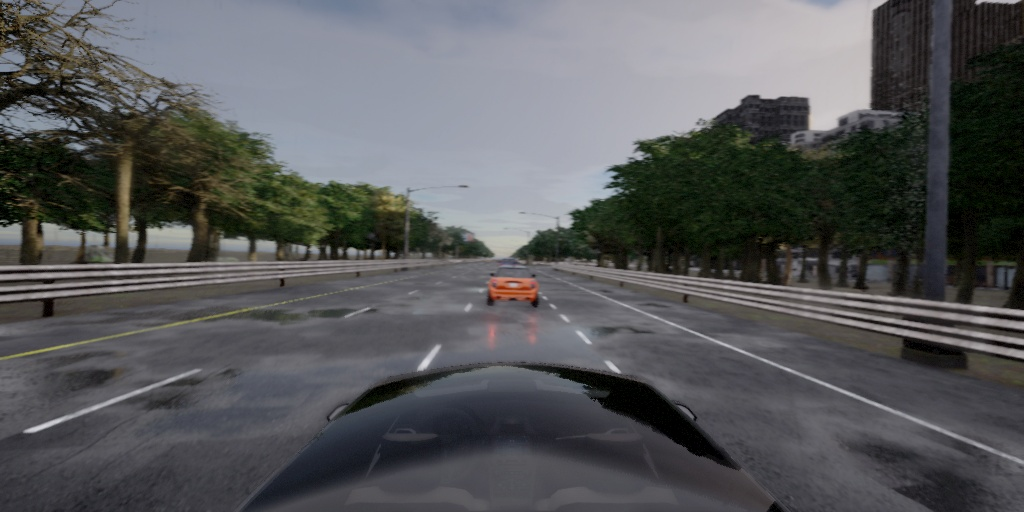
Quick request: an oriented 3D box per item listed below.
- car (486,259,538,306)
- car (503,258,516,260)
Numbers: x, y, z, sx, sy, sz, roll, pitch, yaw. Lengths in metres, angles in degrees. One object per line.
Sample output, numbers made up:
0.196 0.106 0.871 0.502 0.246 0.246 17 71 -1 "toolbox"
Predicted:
0.034 1.210 16.647 2.097 1.767 4.553 2 0 -1 "car"
-0.362 1.256 42.839 2.150 2.045 5.566 2 0 -1 "car"
